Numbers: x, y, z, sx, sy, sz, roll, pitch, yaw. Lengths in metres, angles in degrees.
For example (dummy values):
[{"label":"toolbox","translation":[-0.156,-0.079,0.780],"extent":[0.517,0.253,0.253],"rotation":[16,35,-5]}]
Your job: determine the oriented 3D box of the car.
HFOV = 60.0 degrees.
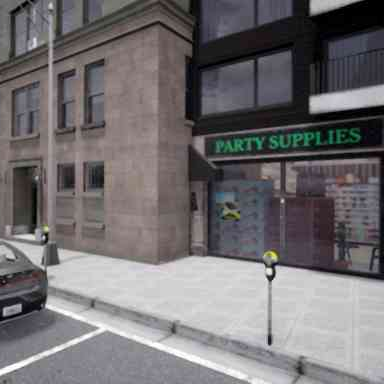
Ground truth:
[{"label":"car","translation":[-4.469,1.533,6.268],"extent":[4.403,1.369,2.008],"rotation":[0,0,36]}]
